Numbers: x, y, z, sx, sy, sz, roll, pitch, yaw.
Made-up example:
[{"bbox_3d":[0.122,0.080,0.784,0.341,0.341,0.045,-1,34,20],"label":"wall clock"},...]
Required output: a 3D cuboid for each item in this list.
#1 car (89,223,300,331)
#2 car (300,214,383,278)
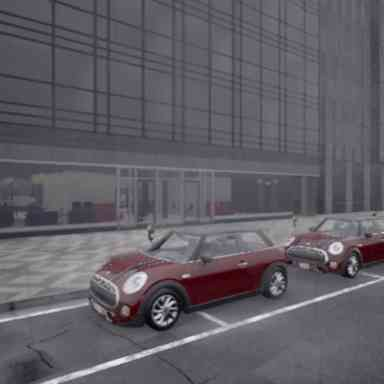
[{"bbox_3d":[0.045,1.444,6.798,4.097,1.590,1.967,0,0,-35],"label":"car"},{"bbox_3d":[4.636,1.452,10.071,4.097,1.590,1.967,0,0,-35],"label":"car"}]
